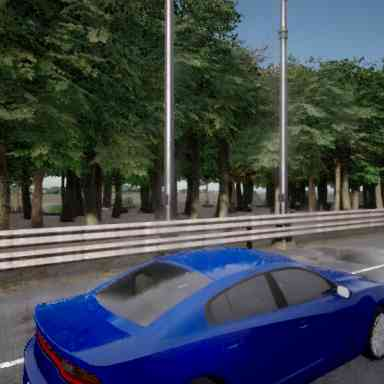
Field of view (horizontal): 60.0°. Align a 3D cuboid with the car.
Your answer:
[{"bbox_3d":[0.670,1.477,4.221,5.008,1.535,1.882,0,0,-36],"label":"car"}]
